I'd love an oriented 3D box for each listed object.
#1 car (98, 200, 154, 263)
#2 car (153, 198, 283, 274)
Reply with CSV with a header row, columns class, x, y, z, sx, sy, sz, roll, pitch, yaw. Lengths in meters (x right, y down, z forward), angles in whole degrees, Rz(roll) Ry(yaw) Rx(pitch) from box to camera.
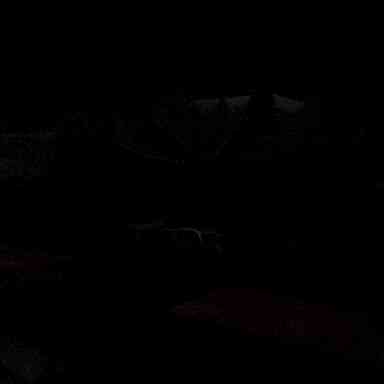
class,x,y,z,sx,sy,sz,roll,pitch,yaw
car,-1.129,1.172,11.362,1.905,1.878,3.866,0,0,35
car,1.147,1.171,10.223,1.932,1.855,4.605,0,0,35
